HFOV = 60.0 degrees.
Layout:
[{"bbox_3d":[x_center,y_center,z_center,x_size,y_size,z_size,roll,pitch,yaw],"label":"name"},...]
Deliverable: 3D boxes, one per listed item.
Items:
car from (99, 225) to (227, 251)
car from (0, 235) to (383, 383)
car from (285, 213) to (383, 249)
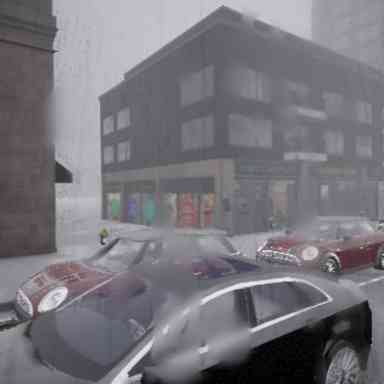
[{"bbox_3d":[-0.882,1.428,5.912,4.097,1.590,1.967,0,0,-35],"label":"car"},{"bbox_3d":[-0.130,1.485,3.283,4.902,1.511,2.128,0,0,-35],"label":"car"},{"bbox_3d":[3.626,1.409,9.117,4.097,1.590,1.967,0,0,-35],"label":"car"}]
